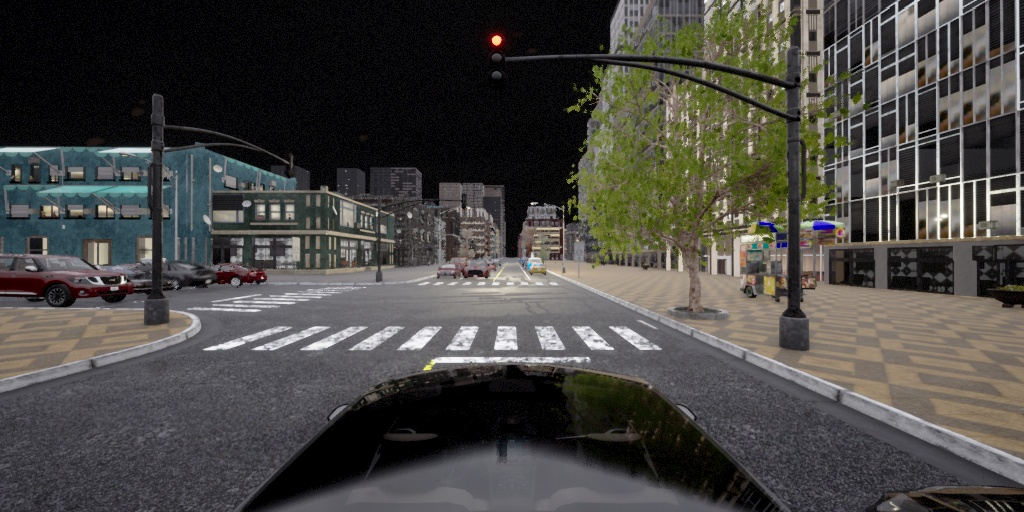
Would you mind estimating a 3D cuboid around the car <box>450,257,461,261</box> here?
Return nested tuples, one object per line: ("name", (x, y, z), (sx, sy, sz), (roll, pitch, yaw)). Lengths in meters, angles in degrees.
("car", (-5.654, 1.067, 38.075), (2.192, 1.841, 5.009), (0, 0, 0))

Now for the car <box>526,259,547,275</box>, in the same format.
("car", (2.727, 1.278, 38.239), (1.751, 1.417, 4.829), (0, 0, 0))

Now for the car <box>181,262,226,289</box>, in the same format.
("car", (-18.430, 1.054, 18.897), (4.892, 1.490, 1.837), (1, 0, -1))

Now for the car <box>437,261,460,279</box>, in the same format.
("car", (-5.659, 1.334, 32.524), (1.802, 1.307, 4.207), (0, 0, 0))

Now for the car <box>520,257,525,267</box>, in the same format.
("car", (2.742, 1.305, 54.723), (2.007, 1.370, 4.403), (0, 0, 0))

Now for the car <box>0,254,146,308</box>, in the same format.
("car", (-17.147, 0.850, 13.147), (5.009, 1.841, 2.192), (0, 0, -1))

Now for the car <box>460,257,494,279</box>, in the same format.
("car", (-3.069, 1.106, 32.222), (2.097, 1.767, 4.553), (0, 0, 0))

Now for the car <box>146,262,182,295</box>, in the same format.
("car", (-18.225, 1.082, 15.725), (5.357, 1.411, 2.033), (1, 0, -1))

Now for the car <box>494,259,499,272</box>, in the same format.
("car", (-3.052, 1.318, 46.771), (1.994, 1.385, 4.181), (0, 0, 0))

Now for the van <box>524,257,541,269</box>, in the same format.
("van", (2.732, 1.094, 43.621), (1.690, 1.789, 3.998), (0, 0, 0))

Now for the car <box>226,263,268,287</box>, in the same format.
("car", (-17.257, 1.121, 21.527), (4.507, 1.381, 1.888), (0, 0, -1))
